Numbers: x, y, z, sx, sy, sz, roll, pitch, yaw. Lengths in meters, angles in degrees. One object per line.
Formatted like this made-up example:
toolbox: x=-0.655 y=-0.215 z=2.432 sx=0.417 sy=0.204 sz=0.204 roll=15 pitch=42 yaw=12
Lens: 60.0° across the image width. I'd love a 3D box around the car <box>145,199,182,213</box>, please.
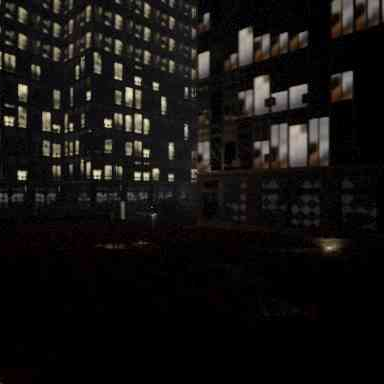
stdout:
car: x=-3.362 y=1.619 z=39.490 sx=1.837 sy=1.490 sz=4.892 roll=0 pitch=0 yaw=43
